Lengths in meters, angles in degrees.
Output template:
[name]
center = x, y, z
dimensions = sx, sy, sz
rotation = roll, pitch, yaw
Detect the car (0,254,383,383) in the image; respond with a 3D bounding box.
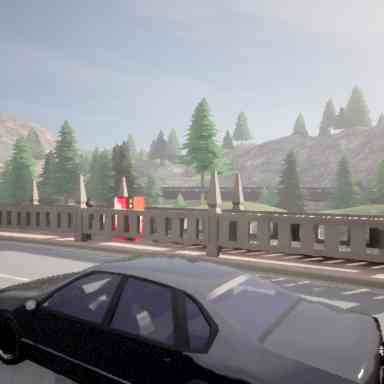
[car]
center = -0.541, 1.546, 4.157
dimensions = 5.357, 1.411, 2.033
rotation = 0, 0, 33

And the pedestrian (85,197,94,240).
[pedestrian]
center = -4.490, 1.136, 14.326
dimensions = 0.375, 1.860, 0.375
rotation = 1, 1, 28

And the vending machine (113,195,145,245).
[vending machine]
center = -2.789, 1.189, 14.724
dimensions = 0.880, 2.100, 1.100
rotation = 1, 0, 29
